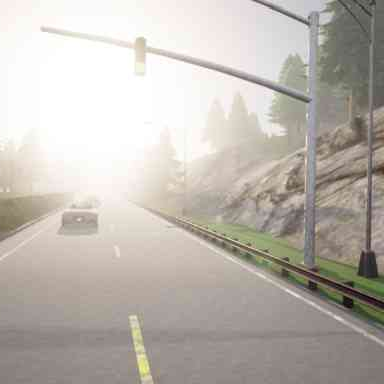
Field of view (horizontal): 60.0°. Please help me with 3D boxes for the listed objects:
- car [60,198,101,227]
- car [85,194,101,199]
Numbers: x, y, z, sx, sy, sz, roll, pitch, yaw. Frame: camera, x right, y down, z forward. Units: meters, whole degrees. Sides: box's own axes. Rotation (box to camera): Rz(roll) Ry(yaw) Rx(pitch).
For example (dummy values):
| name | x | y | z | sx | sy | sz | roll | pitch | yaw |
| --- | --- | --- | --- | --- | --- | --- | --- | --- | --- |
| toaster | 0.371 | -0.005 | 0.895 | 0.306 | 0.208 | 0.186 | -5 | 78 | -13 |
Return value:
| name | x | y | z | sx | sy | sz | roll | pitch | yaw |
| --- | --- | --- | --- | --- | --- | --- | --- | --- | --- |
| car | -6.674 | 1.284 | 20.092 | 1.994 | 1.385 | 4.181 | 1 | 0 | -15 |
| car | -13.194 | 0.959 | 44.381 | 1.994 | 1.385 | 4.181 | 1 | 0 | -15 |
